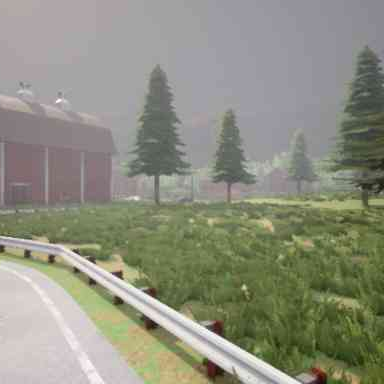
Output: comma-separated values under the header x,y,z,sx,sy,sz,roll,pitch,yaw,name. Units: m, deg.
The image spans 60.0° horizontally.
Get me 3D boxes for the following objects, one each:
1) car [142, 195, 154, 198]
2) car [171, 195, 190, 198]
x,y,z,sx,sy,sz,roll,pitch,yaw,name
-11.930,1.487,90.088,1.816,1.474,4.193,0,0,35,car
-1.698,1.502,57.460,1.837,1.490,4.892,0,0,36,car
